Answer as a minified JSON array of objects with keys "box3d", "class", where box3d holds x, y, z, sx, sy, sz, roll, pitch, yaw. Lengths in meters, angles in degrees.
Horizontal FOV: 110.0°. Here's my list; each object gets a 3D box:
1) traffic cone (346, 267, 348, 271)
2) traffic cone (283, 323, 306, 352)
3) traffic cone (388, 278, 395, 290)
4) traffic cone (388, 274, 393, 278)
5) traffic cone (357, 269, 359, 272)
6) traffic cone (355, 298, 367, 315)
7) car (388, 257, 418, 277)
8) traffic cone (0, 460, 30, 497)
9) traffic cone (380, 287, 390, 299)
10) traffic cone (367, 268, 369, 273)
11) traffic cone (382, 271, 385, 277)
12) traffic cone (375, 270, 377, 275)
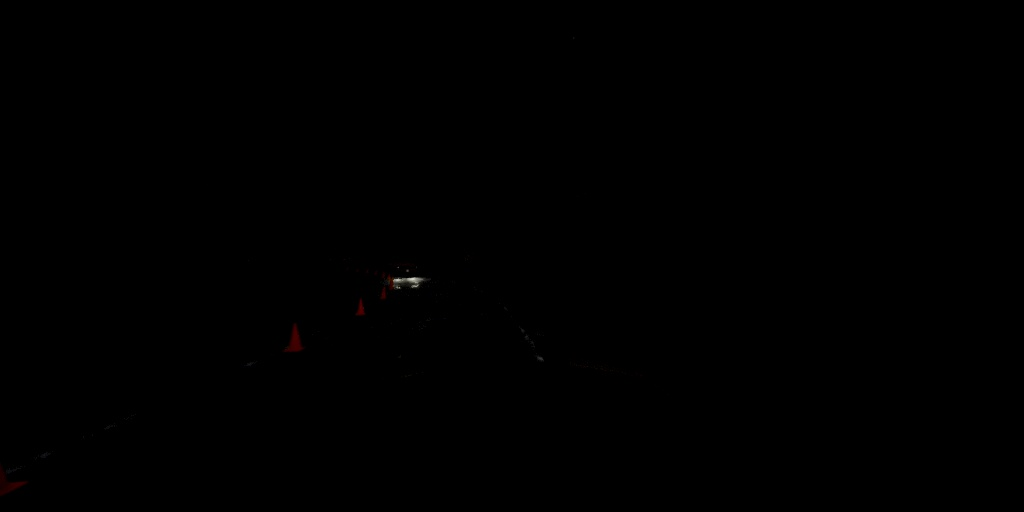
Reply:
[{"box3d":[-23.676,1.833,51.565,0.340,0.580,0.340,0,0,-42],"class":"traffic cone"},{"box3d":[-4.762,1.761,7.877,0.340,0.580,0.340,0,0,-5],"class":"traffic cone"},{"box3d":[-7.427,1.802,22.136,0.340,0.580,0.340,0,0,-16],"class":"traffic cone"},{"box3d":[-8.916,1.812,26.743,0.340,0.580,0.340,0,0,-20],"class":"traffic cone"},{"box3d":[-20.571,1.830,47.851,0.340,0.580,0.340,0,0,-38],"class":"traffic cone"},{"box3d":[-5.345,1.776,12.684,0.340,0.580,0.340,0,0,-9],"class":"traffic cone"},{"box3d":[-11.503,1.096,37.507,2.150,2.045,5.566,0,0,-28],"class":"car"},{"box3d":[-4.486,1.745,3.044,0.340,0.580,0.340,0,0,-1],"class":"traffic cone"},{"box3d":[-6.235,1.790,17.443,0.340,0.580,0.340,0,0,-12],"class":"traffic cone"},{"box3d":[-17.709,1.827,43.944,0.340,0.580,0.340,0,0,-34],"class":"traffic cone"},{"box3d":[-12.762,1.823,35.625,0.340,0.580,0.340,0,0,-27],"class":"traffic cone"},{"box3d":[-15.102,1.825,39.864,0.340,0.580,0.340,0,0,-31],"class":"traffic cone"}]
